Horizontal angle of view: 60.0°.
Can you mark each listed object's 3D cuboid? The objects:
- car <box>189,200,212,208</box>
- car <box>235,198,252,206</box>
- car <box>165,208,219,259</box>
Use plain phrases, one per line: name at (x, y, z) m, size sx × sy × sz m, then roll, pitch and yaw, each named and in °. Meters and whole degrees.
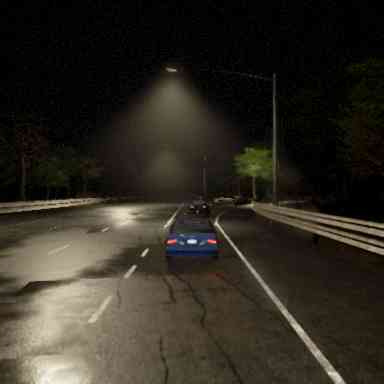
car at (0.842, 1.545, 31.617) m, size 2.128 × 1.511 × 4.902 m, roll 0°, pitch 0°, yaw 8°
car at (9.006, 1.657, 58.280) m, size 1.994 × 1.385 × 4.181 m, roll 0°, pitch 0°, yaw 27°
car at (0.000, 1.569, 12.635) m, size 2.033 × 1.411 × 5.357 m, roll 0°, pitch 0°, yaw 0°
